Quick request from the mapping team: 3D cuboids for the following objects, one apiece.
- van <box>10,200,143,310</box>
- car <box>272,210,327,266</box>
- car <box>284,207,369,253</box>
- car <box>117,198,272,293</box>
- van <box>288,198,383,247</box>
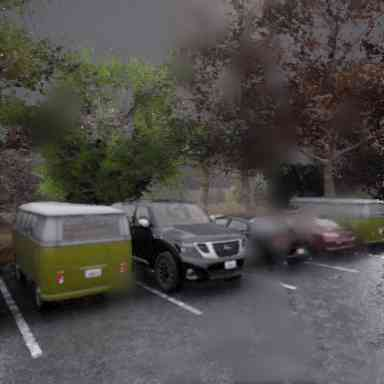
[{"bbox_3d":[-3.104,1.256,7.989,1.878,1.987,4.442,0,0,-35],"label":"van"},{"bbox_3d":[1.580,1.482,11.179,2.097,1.535,5.008,0,0,-35],"label":"car"},{"bbox_3d":[3.835,1.522,12.790,2.002,1.452,4.674,0,0,-35],"label":"car"},{"bbox_3d":[-0.764,1.231,9.480,2.435,2.045,5.566,0,0,-35],"label":"car"},{"bbox_3d":[5.919,1.256,14.422,1.878,1.987,4.442,0,0,-35],"label":"van"}]
